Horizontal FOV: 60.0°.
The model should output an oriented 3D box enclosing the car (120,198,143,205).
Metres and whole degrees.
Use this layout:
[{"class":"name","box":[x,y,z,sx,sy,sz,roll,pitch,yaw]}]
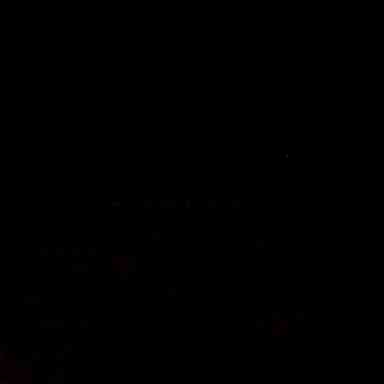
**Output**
[{"class":"car","box":[-13.303,1.992,73.409,5.008,1.535,1.882,0,0,6]}]
